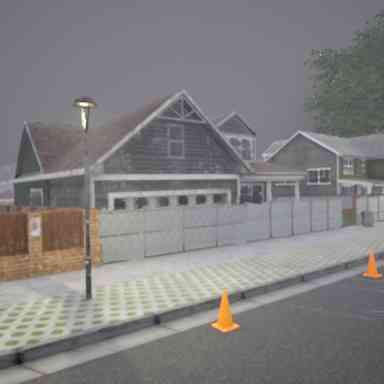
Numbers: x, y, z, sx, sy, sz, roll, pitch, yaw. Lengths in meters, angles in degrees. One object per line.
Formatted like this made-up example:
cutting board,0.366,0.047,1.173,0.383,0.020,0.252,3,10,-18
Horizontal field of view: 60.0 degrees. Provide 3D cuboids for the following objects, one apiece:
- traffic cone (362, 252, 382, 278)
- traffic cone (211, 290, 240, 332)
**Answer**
traffic cone,4.525,1.806,8.364,0.340,0.580,0.340,-1,1,-37
traffic cone,0.541,1.892,5.407,0.340,0.580,0.340,-1,1,-36
